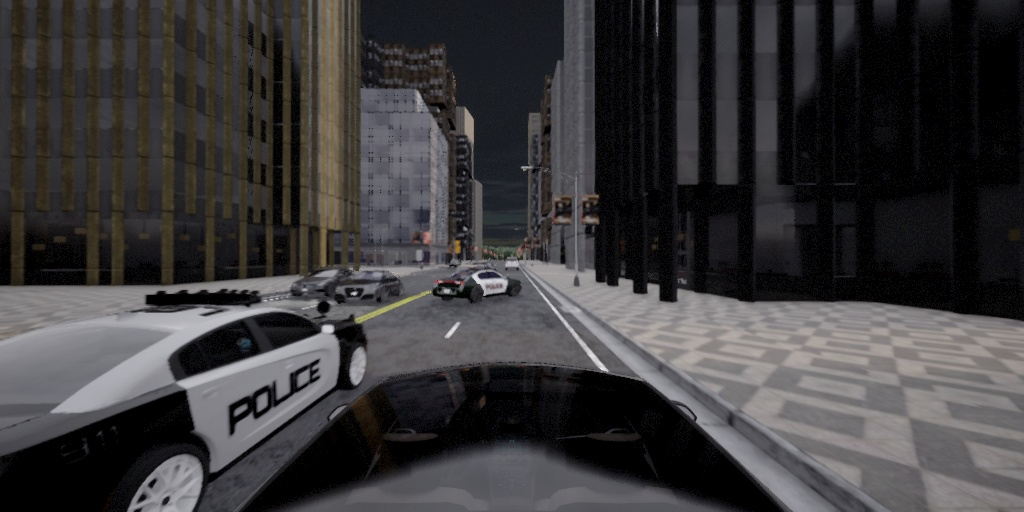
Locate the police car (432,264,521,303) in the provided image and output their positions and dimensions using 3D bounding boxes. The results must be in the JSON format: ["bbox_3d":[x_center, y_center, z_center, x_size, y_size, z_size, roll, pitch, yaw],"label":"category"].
[{"bbox_3d":[-1.420,1.328,17.332,2.038,1.542,4.974,0,0,34],"label":"police car"}]

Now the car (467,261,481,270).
[{"bbox_3d":[-6.498,1.569,61.603,1.837,1.490,4.892,0,0,0],"label":"car"}]

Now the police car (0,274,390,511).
[{"bbox_3d":[-3.249,1.186,3.957,1.930,1.638,5.238,0,0,0],"label":"police car"}]

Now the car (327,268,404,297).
[{"bbox_3d":[-6.598,1.386,16.981,1.994,1.385,4.181,0,0,0],"label":"car"}]

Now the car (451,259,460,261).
[{"bbox_3d":[-9.748,1.288,61.633,2.097,1.767,4.553,0,0,0],"label":"car"}]

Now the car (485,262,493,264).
[{"bbox_3d":[-3.248,1.419,36.846,1.837,1.490,4.892,0,0,0],"label":"car"}]

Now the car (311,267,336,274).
[{"bbox_3d":[-9.848,1.359,19.356,1.812,1.442,4.674,0,0,0],"label":"car"}]

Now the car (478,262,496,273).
[{"bbox_3d":[-3.248,1.509,47.846,2.033,1.411,5.357,0,0,0],"label":"car"}]

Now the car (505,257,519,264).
[{"bbox_3d":[0.009,1.227,58.527,2.150,2.045,5.566,0,0,0],"label":"car"}]

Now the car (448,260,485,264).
[{"bbox_3d":[-3.249,1.321,26.036,1.801,1.575,5.366,0,0,0],"label":"car"}]
